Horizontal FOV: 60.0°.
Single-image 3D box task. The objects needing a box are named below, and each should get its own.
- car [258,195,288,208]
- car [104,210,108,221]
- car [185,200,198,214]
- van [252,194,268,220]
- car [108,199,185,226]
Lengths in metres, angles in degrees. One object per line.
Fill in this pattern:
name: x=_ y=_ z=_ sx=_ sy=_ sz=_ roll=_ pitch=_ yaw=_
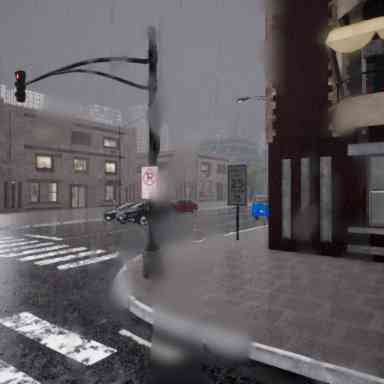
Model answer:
car: x=9.608 y=1.118 z=39.310 sx=1.994 sy=1.385 sz=4.181 roll=0 pitch=1 yaw=36
car: x=-4.371 y=1.358 z=24.168 sx=1.947 sy=1.339 sz=4.313 roll=1 pitch=1 yaw=35
car: x=-1.066 y=1.309 z=28.807 sx=1.802 sy=1.307 sz=4.206 roll=1 pitch=1 yaw=35
van: x=5.770 y=1.047 z=23.955 sx=1.690 sy=1.788 sz=3.998 roll=1 pitch=1 yaw=35
car: x=-2.839 y=1.301 z=21.870 sx=1.837 sy=1.490 sz=4.892 roll=0 pitch=1 yaw=35
